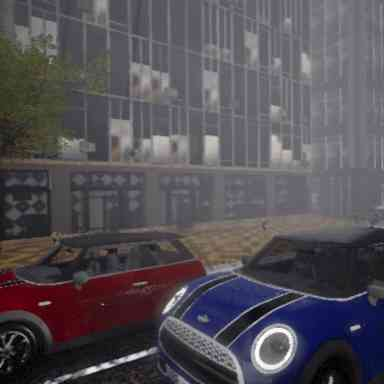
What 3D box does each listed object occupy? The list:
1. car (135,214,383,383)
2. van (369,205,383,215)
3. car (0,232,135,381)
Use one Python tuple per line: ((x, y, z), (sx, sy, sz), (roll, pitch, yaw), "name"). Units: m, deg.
((1.785, 1.352, 4.611), (4.553, 1.767, 2.097), (0, 0, -35), "car")
((7.903, 1.340, 12.224), (3.998, 1.788, 1.690), (0, -1, -36), "van")
((-1.704, 1.440, 5.376), (4.097, 1.590, 1.967), (0, -1, -36), "car")
